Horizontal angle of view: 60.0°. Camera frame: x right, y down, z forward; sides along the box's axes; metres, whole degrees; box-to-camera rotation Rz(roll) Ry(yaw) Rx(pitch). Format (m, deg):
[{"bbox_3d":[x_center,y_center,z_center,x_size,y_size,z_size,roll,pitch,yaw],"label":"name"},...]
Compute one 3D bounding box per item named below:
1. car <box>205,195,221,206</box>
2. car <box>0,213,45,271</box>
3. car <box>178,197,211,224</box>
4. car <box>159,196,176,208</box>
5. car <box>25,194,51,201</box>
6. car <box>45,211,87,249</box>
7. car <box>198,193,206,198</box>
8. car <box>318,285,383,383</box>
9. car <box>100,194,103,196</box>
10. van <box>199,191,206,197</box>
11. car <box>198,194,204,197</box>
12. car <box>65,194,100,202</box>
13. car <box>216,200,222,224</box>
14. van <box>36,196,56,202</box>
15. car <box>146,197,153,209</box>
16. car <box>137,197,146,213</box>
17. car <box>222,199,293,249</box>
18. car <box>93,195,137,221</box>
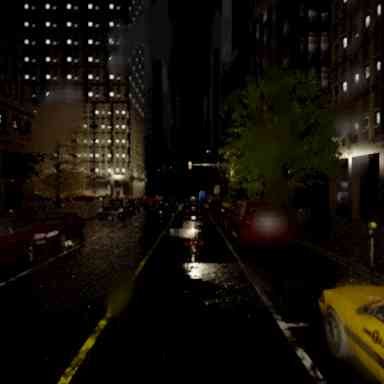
[{"bbox_3d":[2.827,1.272,41.581,1.802,1.307,4.206,0,0,0],"label":"car"},{"bbox_3d":[-5.691,1.376,8.433,1.967,1.590,4.097,0,0,0],"label":"car"},{"bbox_3d":[0.104,1.332,22.911,1.837,1.490,4.892,0,0,0],"label":"car"},{"bbox_3d":[-2.998,1.216,41.588,1.812,1.442,4.674,0,0,0],"label":"car"},{"bbox_3d":[-29.586,1.042,64.047,4.206,1.307,1.802,0,1,1],"label":"car"},{"bbox_3d":[-5.689,1.477,13.958,1.802,1.307,4.206,0,0,0],"label":"car"},{"bbox_3d":[2.709,0.868,90.868,2.008,1.369,4.403,0,0,0],"label":"car"},{"bbox_3d":[2.688,1.501,3.081,1.752,1.417,4.829,0,0,0],"label":"car"},{"bbox_3d":[-18.504,1.028,63.929,4.403,1.369,2.008,0,1,1],"label":"car"},{"bbox_3d":[2.707,0.702,85.171,1.690,1.788,3.998,0,0,0],"label":"van"},{"bbox_3d":[0.110,1.269,39.589,1.994,1.385,4.181,0,0,0],"label":"car"},{"bbox_3d":[-18.593,0.898,55.546,5.009,1.841,2.192,0,1,1],"label":"car"},{"bbox_3d":[2.692,1.398,19.484,1.887,1.381,4.507,0,0,0],"label":"car"},{"bbox_3d":[-24.134,0.916,55.605,3.998,1.788,1.690,0,1,1],"label":"van"},{"bbox_3d":[-5.813,1.245,40.206,1.887,1.381,4.507,0,0,0],"label":"car"},{"bbox_3d":[-5.744,1.338,30.529,1.947,1.339,4.313,0,0,0],"label":"car"},{"bbox_3d":[2.689,1.210,13.958,2.192,1.841,5.009,0,0,0],"label":"car"},{"bbox_3d":[-5.688,1.253,25.005,1.967,1.590,4.097,0,0,0],"label":"car"}]
